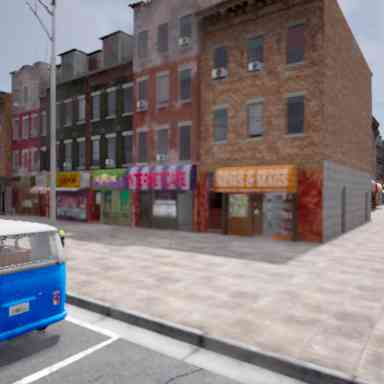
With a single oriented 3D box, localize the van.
[{"bbox_3d":[-3.814,1.322,5.524,3.998,1.788,1.690,0,0,35],"label":"van"}]
